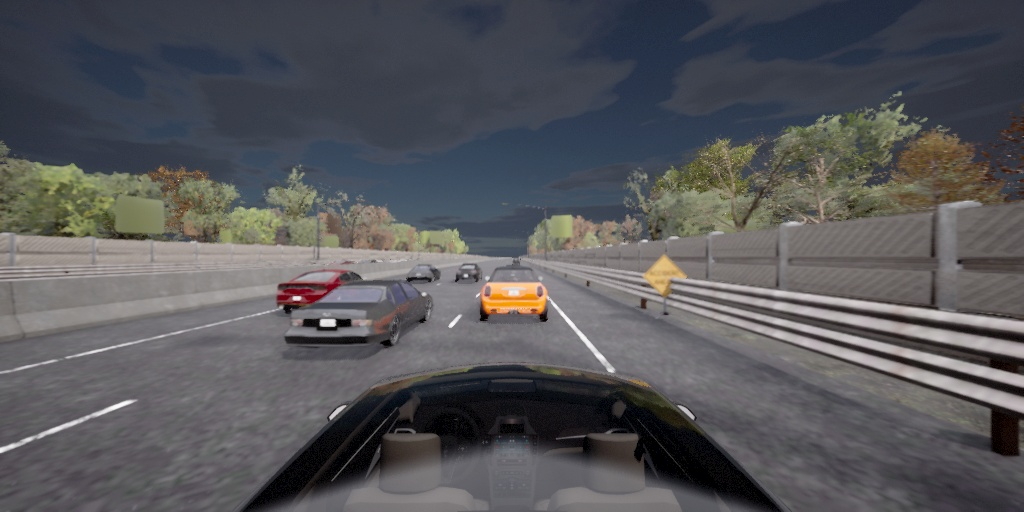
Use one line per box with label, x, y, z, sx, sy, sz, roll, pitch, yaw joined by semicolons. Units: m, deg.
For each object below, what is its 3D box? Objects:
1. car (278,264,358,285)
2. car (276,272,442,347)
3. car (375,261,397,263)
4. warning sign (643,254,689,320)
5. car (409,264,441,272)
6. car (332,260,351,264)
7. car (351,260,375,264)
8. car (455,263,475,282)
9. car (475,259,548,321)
car;-6.926;1.243;14.043;1.882;1.535;5.008;0;-1;0
car;-3.458;1.307;9.276;2.033;1.411;5.357;0;0;0
car;-17.564;1.414;51.685;1.895;1.301;4.718;0;0;0
warning sign;4.550;0.877;10.681;1.300;1.860;1.060;0;0;0
car;-6.927;1.348;28.642;1.994;1.385;4.181;0;0;0
car;-24.553;1.291;51.926;1.882;1.535;5.008;0;0;0
car;-21.058;1.317;52.222;1.837;1.490;4.892;0;0;0
car;-3.425;1.310;29.040;1.812;1.442;4.674;0;0;0
car;0.067;1.115;12.733;2.097;1.767;4.553;0;0;0
